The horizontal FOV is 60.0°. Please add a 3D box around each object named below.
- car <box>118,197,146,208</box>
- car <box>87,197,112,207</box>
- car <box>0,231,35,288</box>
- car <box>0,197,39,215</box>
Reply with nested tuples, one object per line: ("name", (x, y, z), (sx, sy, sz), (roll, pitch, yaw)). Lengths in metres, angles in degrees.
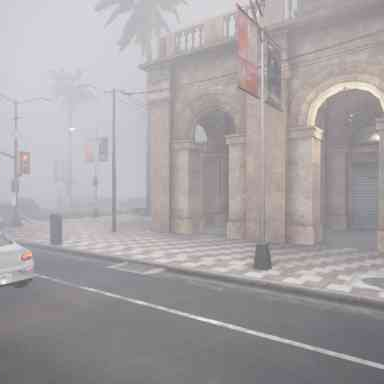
("car", (-8.363, 1.505, 47.444), (1.837, 1.490, 4.892), (0, 0, 36))
("car", (-13.884, 1.513, 51.058), (2.161, 1.482, 4.786), (0, 0, 35))
("car", (-5.584, 1.526, 7.930), (4.674, 1.442, 1.812), (0, 0, 36))
("car", (-18.102, 1.352, 33.823), (2.097, 1.767, 4.553), (0, 0, 36))
